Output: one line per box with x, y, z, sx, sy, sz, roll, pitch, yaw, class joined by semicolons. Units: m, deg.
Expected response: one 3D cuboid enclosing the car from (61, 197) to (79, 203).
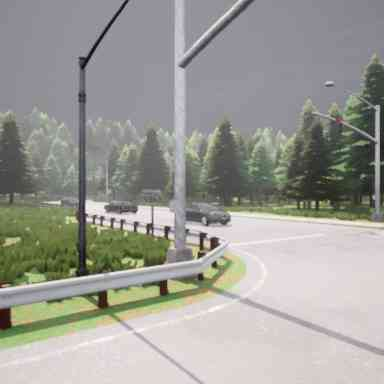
-17.872;1.476;48.916;1.837;1.490;4.892;0;0;-34;car

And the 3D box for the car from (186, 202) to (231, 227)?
0.636;1.471;23.050;1.837;1.490;4.892;0;0;-36;car

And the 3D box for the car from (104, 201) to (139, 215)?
-7.204;1.567;33.695;1.895;1.301;4.718;0;0;-36;car
